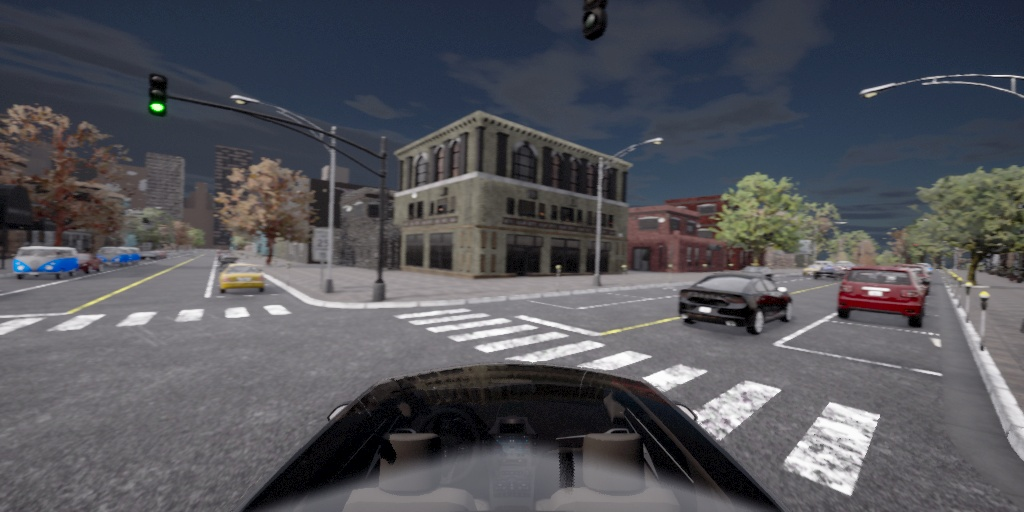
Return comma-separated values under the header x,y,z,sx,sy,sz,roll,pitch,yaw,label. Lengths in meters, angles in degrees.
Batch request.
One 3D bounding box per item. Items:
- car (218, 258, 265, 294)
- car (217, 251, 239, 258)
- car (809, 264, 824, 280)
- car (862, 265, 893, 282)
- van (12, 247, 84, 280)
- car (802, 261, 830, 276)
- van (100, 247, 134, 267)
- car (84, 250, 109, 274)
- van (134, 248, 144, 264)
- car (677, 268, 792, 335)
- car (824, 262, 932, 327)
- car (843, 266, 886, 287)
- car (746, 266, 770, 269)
x,y,z,sx,sy,sz,roll,pitch,yaw,label
-13.021,0.937,17.265,1.751,1.417,4.829,0,0,-39,car
-30.456,0.482,38.605,2.007,1.370,4.403,0,0,-39,car
31.857,1.745,36.054,4.718,1.301,1.895,1,1,-40,car
38.457,1.800,37.706,4.892,1.490,1.837,0,1,-40,car
-26.416,0.358,20.418,1.690,1.789,3.998,0,0,-39,van
37.069,1.705,44.018,4.829,1.417,1.751,0,0,-40,car
-36.942,0.070,33.302,1.690,1.789,3.998,0,0,-39,van
-29.926,0.467,24.713,1.888,1.381,4.507,0,0,-39,car
-40.451,-0.026,37.596,1.690,1.789,3.998,0,0,-39,van
6.970,1.291,11.022,5.008,1.535,1.882,1,1,-40,car
13.025,1.265,12.655,5.009,1.841,2.192,0,0,-40,car
30.096,1.660,30.568,4.902,1.511,2.128,1,1,-40,car
20.286,1.490,29.792,4.313,1.339,1.948,0,0,-40,car
